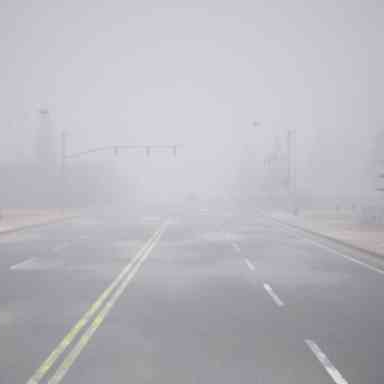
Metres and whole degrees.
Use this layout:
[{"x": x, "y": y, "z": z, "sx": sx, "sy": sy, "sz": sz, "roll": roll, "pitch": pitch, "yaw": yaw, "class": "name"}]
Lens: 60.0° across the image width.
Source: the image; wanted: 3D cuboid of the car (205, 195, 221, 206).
[{"x": 3.510, "y": 1.296, "z": 51.997, "sx": 2.128, "sy": 1.511, "sz": 4.902, "roll": 0, "pitch": 0, "yaw": 0, "class": "car"}]

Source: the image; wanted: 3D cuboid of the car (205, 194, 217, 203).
[{"x": 3.512, "y": 1.242, "z": 62.432, "sx": 1.882, "sy": 1.535, "sz": 5.008, "roll": 0, "pitch": 0, "yaw": 0, "class": "car"}]

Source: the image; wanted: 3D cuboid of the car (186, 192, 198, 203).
[{"x": 0.012, "y": 0.987, "z": 62.462, "sx": 2.150, "sy": 2.045, "sz": 5.566, "roll": 0, "pitch": 0, "yaw": 0, "class": "car"}]
